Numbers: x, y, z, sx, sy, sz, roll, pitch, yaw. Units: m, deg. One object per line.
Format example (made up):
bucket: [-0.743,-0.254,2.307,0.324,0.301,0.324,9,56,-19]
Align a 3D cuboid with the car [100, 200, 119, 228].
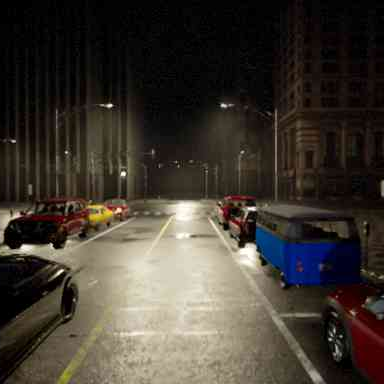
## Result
car: [-5.874,1.410,19.597,1.752,1.417,4.829,0,0,0]

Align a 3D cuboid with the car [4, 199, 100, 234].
car: [-5.843,1.234,14.164,2.192,1.841,5.009,0,0,0]

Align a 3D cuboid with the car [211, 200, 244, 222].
car: [2.616,1.388,25.421,2.008,1.369,4.403,0,0,0]

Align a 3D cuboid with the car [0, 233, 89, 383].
car: [-3.008,1.540,4.262,1.994,1.385,4.181,0,0,0]

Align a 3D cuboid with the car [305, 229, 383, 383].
car: [2.749,1.417,3.013,1.967,1.590,4.097,0,0,0]

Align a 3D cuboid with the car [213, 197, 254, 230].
car: [2.648,1.187,19.818,2.192,1.841,5.009,0,0,0]

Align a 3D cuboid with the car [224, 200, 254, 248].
car: [2.683,1.347,14.216,1.967,1.590,4.097,0,0,0]

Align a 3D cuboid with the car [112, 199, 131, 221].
car: [-5.909,1.289,25.368,1.967,1.590,4.097,0,0,0]

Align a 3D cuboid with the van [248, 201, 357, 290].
van: [2.715,1.283,8.615,1.690,1.788,3.998,0,0,0]
